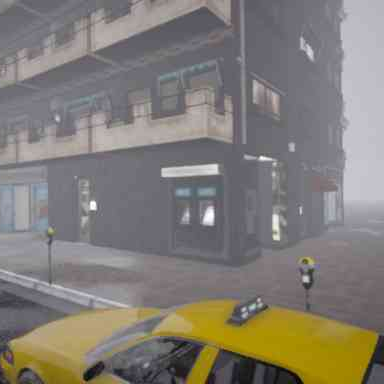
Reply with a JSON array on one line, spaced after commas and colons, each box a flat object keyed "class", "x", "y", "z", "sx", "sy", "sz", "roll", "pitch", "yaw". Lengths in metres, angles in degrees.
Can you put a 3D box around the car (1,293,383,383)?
[{"class": "car", "x": 0.214, "y": 1.523, "z": 2.740, "sx": 4.829, "sy": 1.417, "sz": 1.752, "roll": 0, "pitch": -1, "yaw": 36}]
